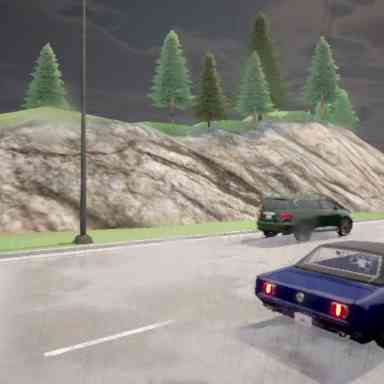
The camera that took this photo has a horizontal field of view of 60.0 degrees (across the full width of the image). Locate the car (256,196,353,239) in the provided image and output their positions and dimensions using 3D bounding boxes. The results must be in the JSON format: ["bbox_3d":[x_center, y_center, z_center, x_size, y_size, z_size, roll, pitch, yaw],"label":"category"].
[{"bbox_3d":[5.596,1.219,16.357,5.566,2.045,2.150,0,0,-36],"label":"car"}]

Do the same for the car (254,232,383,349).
[{"bbox_3d":[3.453,1.600,6.213,4.718,1.301,1.895,0,0,-36],"label":"car"}]
